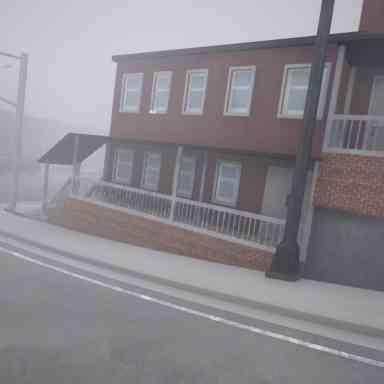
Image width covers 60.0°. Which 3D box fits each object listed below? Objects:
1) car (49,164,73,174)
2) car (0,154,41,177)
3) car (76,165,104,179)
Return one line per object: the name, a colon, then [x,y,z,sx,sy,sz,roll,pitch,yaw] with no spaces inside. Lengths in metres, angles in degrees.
car: [-15.835,-3.030,42.425,1.837,1.490,4.892,11,6,35]
car: [-18.027,-2.754,33.391,2.150,2.045,5.566,11,7,36]
car: [-11.846,-2.497,42.046,1.882,1.535,5.008,11,6,35]
